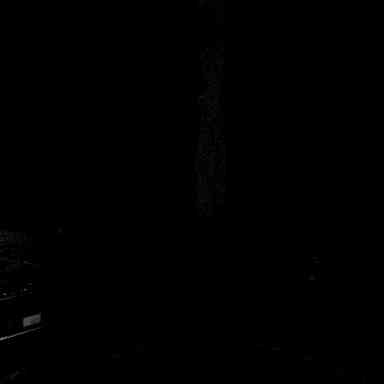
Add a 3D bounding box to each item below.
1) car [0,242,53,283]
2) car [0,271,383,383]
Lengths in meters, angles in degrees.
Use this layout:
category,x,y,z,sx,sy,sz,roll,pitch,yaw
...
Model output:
category,x,y,z,sx,sy,sz,roll,pitch,yaw
car,-4.014,1.568,5.939,4.403,1.369,2.008,0,0,35
car,0.485,1.569,2.733,4.313,1.339,1.947,0,0,35
